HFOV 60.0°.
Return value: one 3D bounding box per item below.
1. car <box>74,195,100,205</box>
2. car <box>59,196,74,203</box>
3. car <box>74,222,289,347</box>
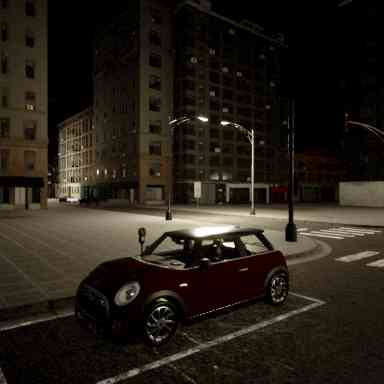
[{"bbox_3d":[-15.838,1.221,51.154,2.128,1.511,4.902,0,0,-38],"label":"car"},{"bbox_3d":[-22.162,1.275,59.253,1.895,1.301,4.718,0,0,-39],"label":"car"},{"bbox_3d":[-0.043,1.440,6.273,4.097,1.590,1.967,0,0,-38],"label":"car"}]
